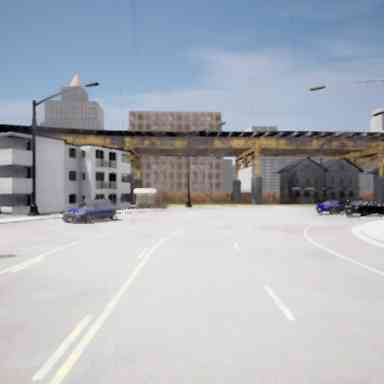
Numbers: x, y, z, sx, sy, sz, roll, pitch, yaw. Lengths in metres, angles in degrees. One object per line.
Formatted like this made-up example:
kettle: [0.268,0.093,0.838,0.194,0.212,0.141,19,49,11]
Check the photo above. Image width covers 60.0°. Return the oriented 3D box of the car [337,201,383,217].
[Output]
car: [16.995,1.592,32.283,4.902,1.511,2.128,0,0,-25]

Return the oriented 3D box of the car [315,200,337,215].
car: [15.284,1.632,35.502,4.674,1.442,1.812,0,0,-26]

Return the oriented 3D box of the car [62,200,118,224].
car: [-7.772,1.413,25.621,2.097,1.767,4.553,0,0,24]
